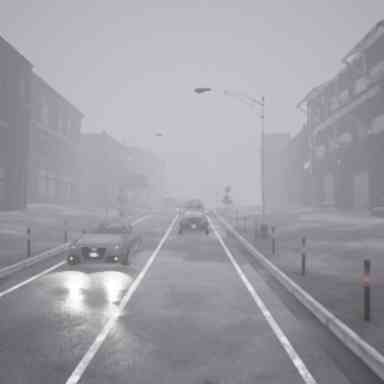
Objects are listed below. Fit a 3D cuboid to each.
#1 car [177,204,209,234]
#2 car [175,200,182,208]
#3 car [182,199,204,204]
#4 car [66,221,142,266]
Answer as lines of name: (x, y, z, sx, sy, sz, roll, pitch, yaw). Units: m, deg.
car: (0.112, 1.783, 21.362, 1.812, 1.442, 4.674, 0, 0, 0)
car: (-1.605, 2.073, 55.264, 1.994, 1.385, 4.181, 0, -3, 7)
car: (0.346, 1.580, 39.040, 2.097, 1.767, 4.553, 0, -1, 2)
car: (-3.091, 1.799, 12.451, 1.994, 1.385, 4.181, 0, 0, 0)
